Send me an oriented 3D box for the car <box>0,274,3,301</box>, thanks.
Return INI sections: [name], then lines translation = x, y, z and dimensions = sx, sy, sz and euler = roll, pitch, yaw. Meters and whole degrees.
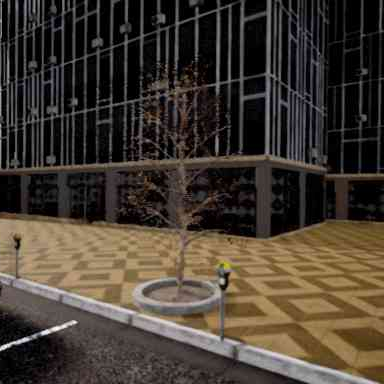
[car]
translation = -5.257, 1.586, 6.417
dimensions = 4.206, 1.307, 1.802
euler = 0, 1, 36
